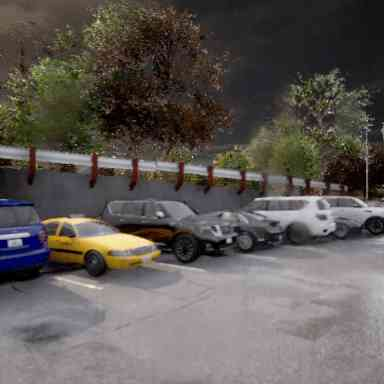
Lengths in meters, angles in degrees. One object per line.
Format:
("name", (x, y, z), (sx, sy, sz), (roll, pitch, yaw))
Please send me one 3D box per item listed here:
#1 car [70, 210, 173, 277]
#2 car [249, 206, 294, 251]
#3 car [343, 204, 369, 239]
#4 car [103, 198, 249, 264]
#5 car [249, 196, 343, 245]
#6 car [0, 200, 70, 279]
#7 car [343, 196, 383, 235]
("car", (-3.404, 1.482, 10.374), (5.366, 1.575, 1.946), (-1, -1, 34))
("car", (1.363, 1.490, 13.971), (4.892, 1.521, 2.231), (-1, -1, 35))
("car", (6.309, 1.519, 17.480), (4.792, 1.488, 2.163), (-1, -1, 34))
("car", (-1.076, 1.237, 12.212), (5.566, 2.045, 2.435), (-1, -1, 35))
("car", (3.796, 1.238, 15.763), (5.566, 2.045, 2.435), (-1, -1, 34))
("car", (-6.046, 1.236, 8.740), (5.566, 2.045, 2.435), (-1, 0, 34))
("car", (8.767, 1.238, 19.242), (5.566, 2.045, 2.435), (-1, -1, 34))
